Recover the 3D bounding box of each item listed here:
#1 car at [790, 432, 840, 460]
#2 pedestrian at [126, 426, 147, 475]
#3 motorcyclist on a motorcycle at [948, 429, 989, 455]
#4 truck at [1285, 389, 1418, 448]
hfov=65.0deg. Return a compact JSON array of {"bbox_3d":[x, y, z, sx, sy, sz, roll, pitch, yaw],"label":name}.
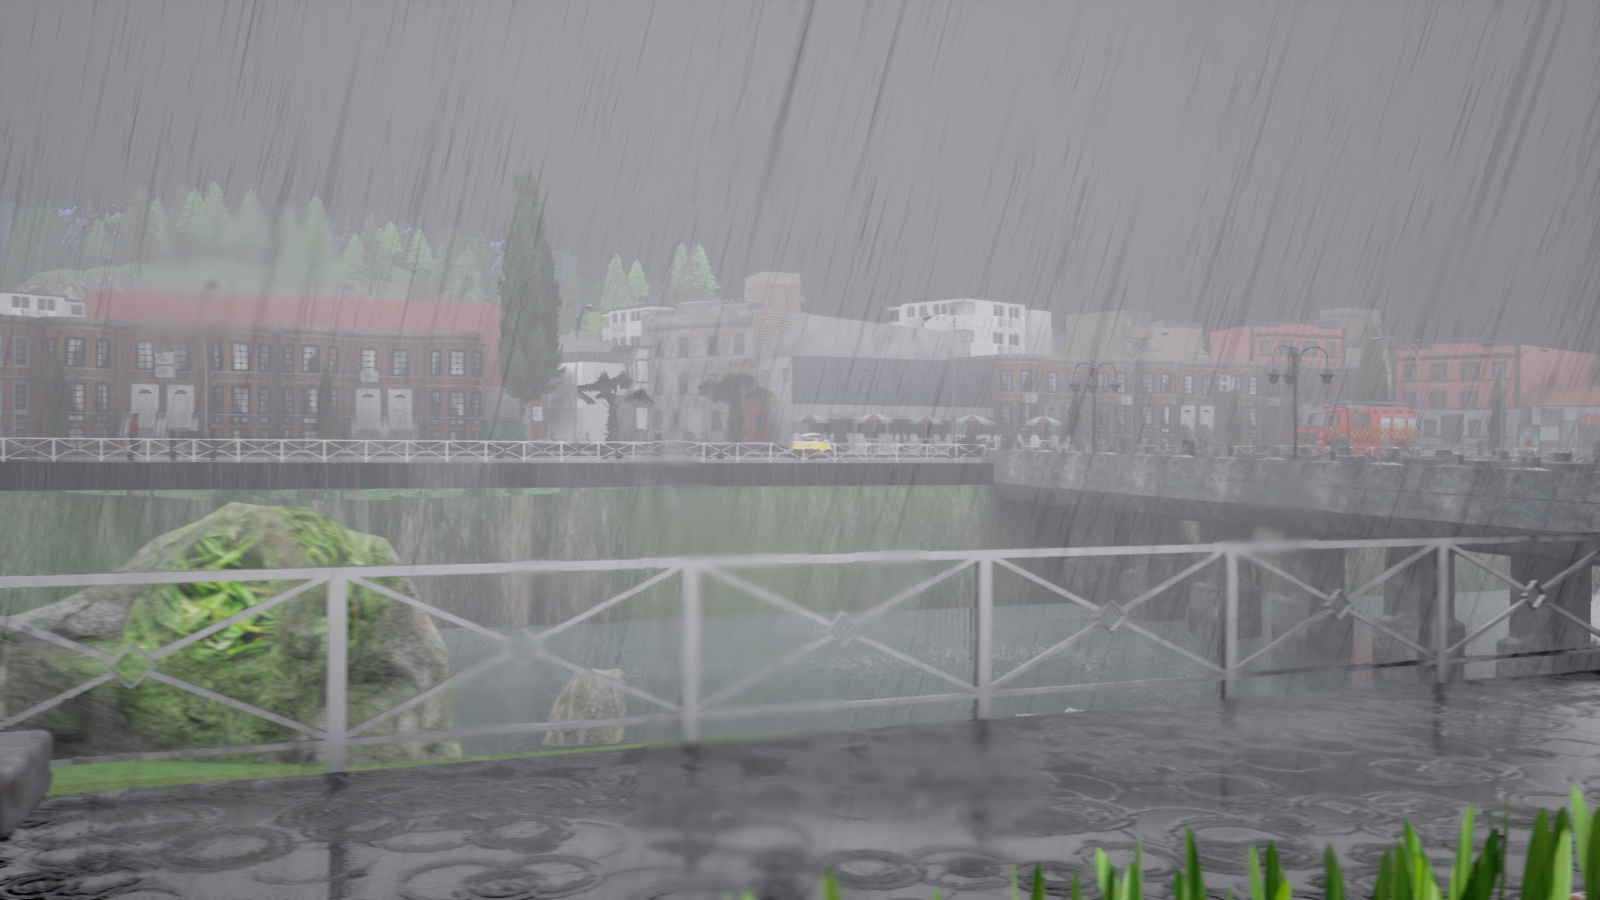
[{"bbox_3d":[0.768,-0.225,65.755,2.207,1.376,1.481,-1,1,-21],"label":"car"},{"bbox_3d":[-24.955,0.009,47.255,0.636,1.846,0.331,-1,1,-21],"label":"pedestrian"},{"bbox_3d":[9.873,-0.470,73.492,2.191,1.530,0.866,-1,1,-21],"label":"motorcyclist on a motorcycle"},{"bbox_3d":[36.763,-2.126,83.695,8.468,3.827,2.891,-1,1,-21],"label":"truck"}]
